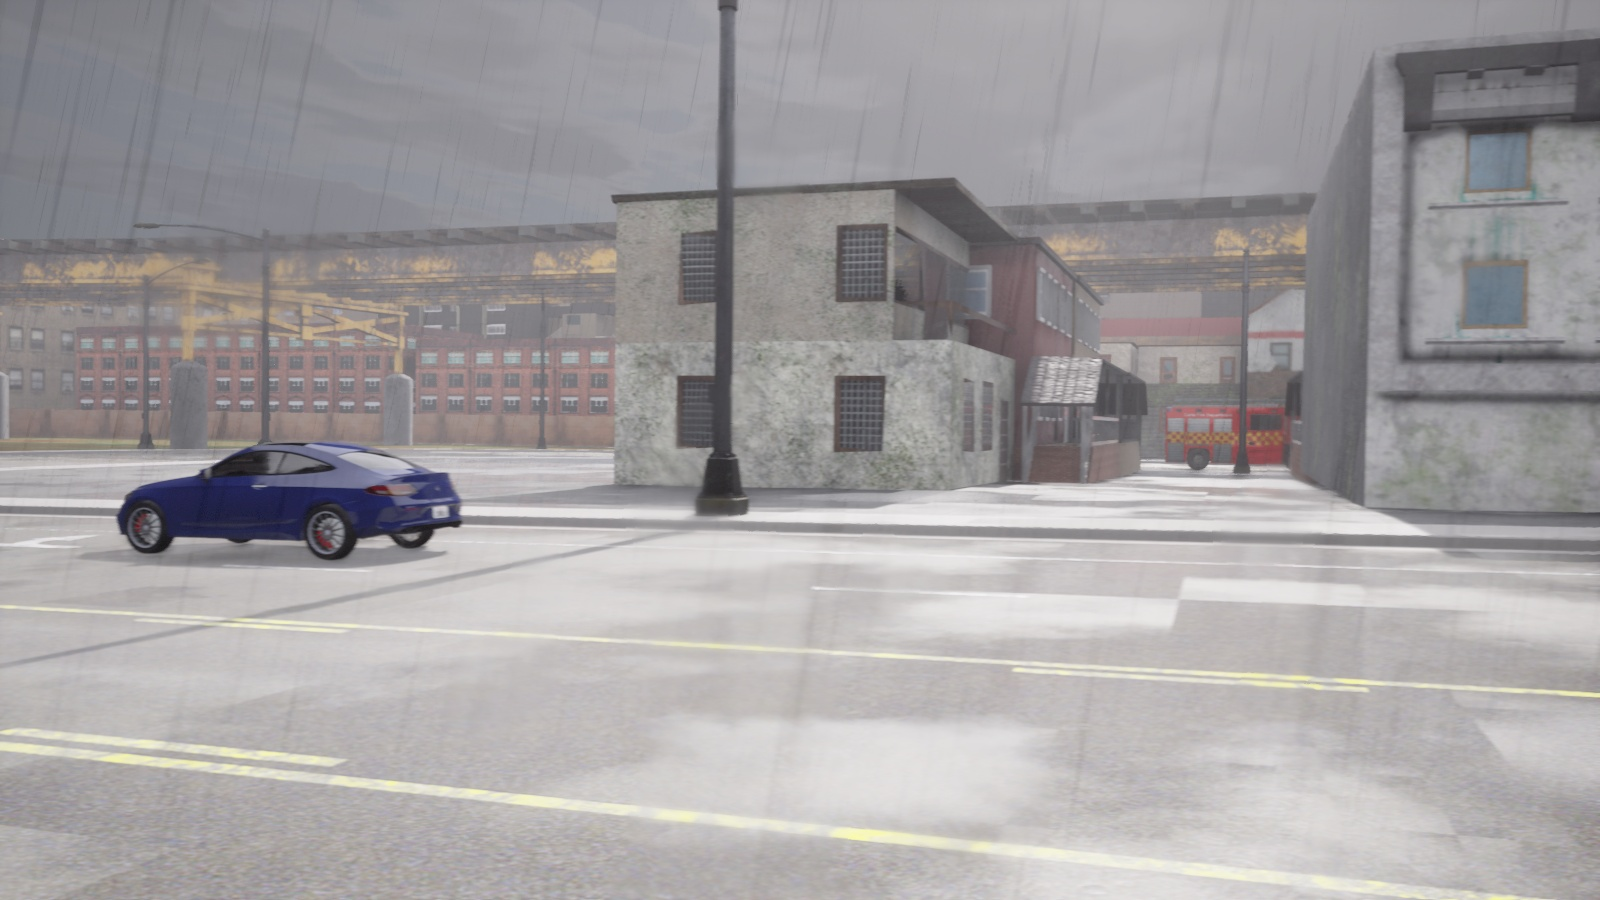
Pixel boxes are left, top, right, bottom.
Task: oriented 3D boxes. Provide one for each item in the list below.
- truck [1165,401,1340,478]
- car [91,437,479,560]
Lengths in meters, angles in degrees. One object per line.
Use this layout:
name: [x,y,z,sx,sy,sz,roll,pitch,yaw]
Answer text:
truck: [23.952,-0.624,66.770,8.468,3.827,2.891,2,1,19]
car: [-6.767,0.560,16.548,4.674,1.442,1.812,1,1,19]
